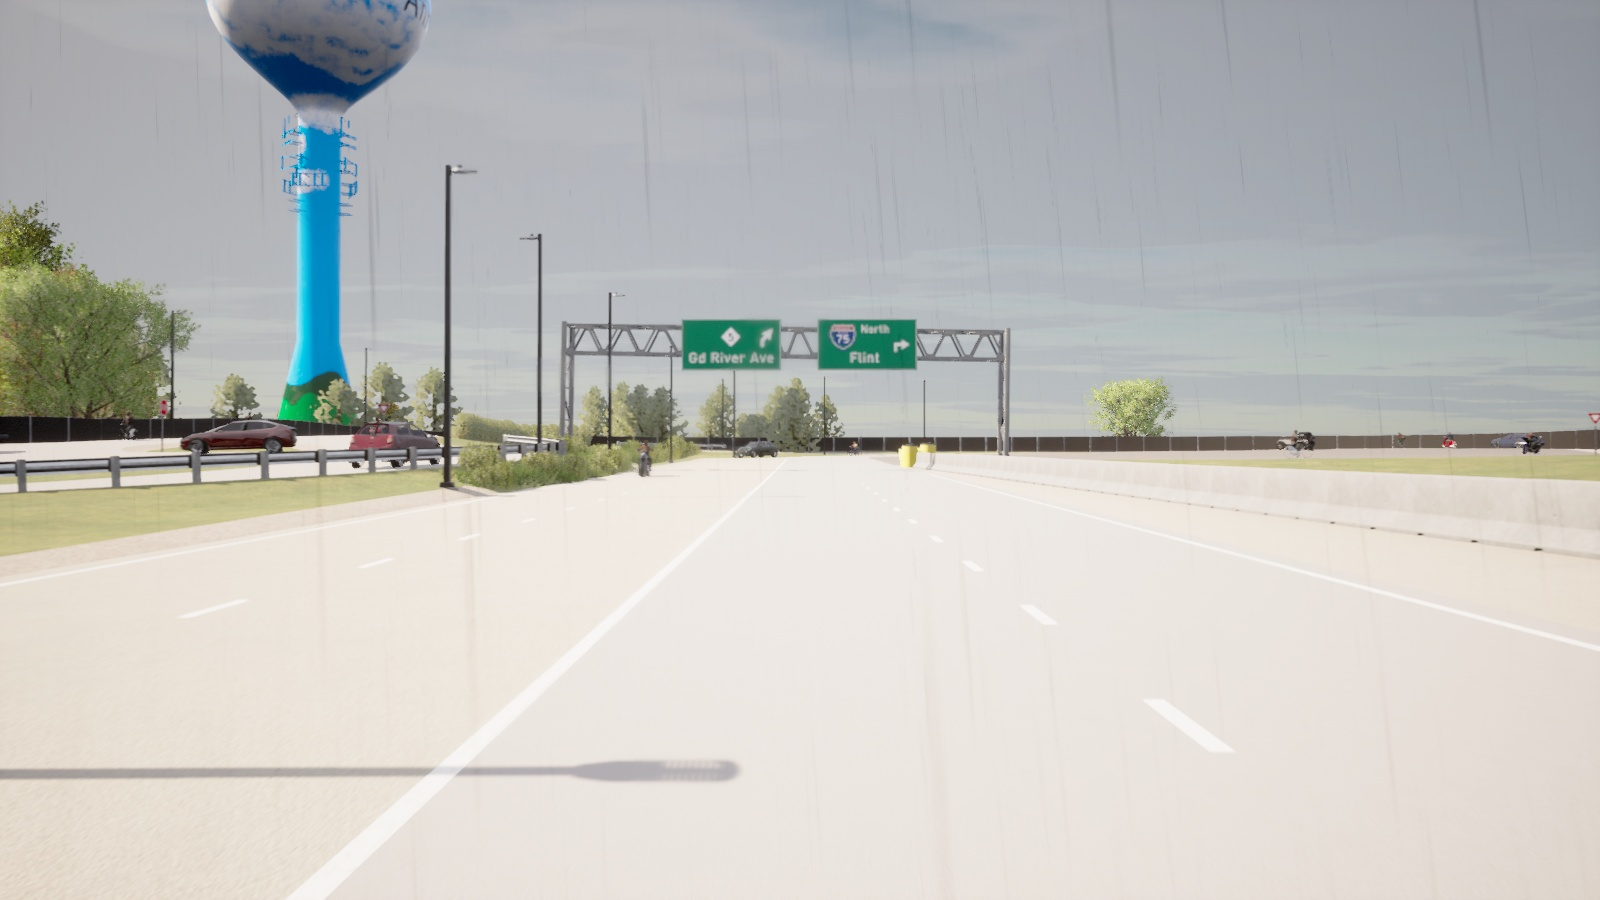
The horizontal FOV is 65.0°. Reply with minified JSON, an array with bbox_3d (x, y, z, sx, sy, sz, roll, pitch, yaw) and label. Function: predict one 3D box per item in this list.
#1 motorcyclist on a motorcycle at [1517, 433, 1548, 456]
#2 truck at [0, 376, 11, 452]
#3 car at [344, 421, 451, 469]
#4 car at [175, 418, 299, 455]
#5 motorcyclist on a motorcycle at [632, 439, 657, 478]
[{"bbox_3d":[48.505,-0.360,83.141,2.191,1.530,0.866,-1,0,-35],"label":"motorcyclist on a motorcycle"},{"bbox_3d":[-40.608,-1.651,57.296,7.936,3.462,2.891,0,2,11],"label":"truck"},{"bbox_3d":[-13.375,-0.192,41.909,1.845,1.501,3.633,0,2,11],"label":"car"},{"bbox_3d":[-24.933,-0.630,55.783,4.792,1.488,2.163,-1,2,-18],"label":"car"},{"bbox_3d":[-6.677,0.354,53.943,0.766,1.649,2.350,0,1,0],"label":"motorcyclist on a motorcycle"}]
